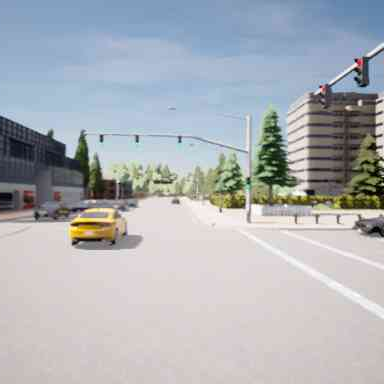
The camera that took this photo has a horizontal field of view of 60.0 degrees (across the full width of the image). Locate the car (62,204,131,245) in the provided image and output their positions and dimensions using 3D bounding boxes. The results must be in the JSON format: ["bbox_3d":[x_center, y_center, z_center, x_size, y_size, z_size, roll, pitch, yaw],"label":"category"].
[{"bbox_3d":[-4.322,1.543,15.971,1.882,1.535,5.008,0,0,-3],"label":"car"}]

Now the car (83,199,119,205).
[{"bbox_3d":[-8.867,1.639,32.789,1.837,1.490,4.892,0,0,-3],"label":"car"}]

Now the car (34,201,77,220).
[{"bbox_3d":[-12.211,1.586,29.311,2.128,1.511,4.902,0,0,-3],"label":"car"}]

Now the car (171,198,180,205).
[{"bbox_3d":[-3.465,1.907,70.801,1.812,1.442,4.674,0,0,-3],"label":"car"}]

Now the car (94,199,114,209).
[{"bbox_3d":[-13.057,1.806,49.837,1.895,1.301,4.718,0,0,-2],"label":"car"}]

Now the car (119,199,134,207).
[{"bbox_3d":[-9.300,1.681,42.994,2.128,1.511,4.902,0,0,-2],"label":"car"}]

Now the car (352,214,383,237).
[{"bbox_3d":[11.856,1.725,18.443,5.357,1.411,2.033,0,0,-3],"label":"car"}]

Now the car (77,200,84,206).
[{"bbox_3d":[-12.657,1.697,39.557,2.033,1.411,5.357,0,0,-2],"label":"car"}]

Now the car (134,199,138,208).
[{"bbox_3d":[-9.692,1.793,53.352,2.033,1.411,5.357,0,0,-3],"label":"car"}]
